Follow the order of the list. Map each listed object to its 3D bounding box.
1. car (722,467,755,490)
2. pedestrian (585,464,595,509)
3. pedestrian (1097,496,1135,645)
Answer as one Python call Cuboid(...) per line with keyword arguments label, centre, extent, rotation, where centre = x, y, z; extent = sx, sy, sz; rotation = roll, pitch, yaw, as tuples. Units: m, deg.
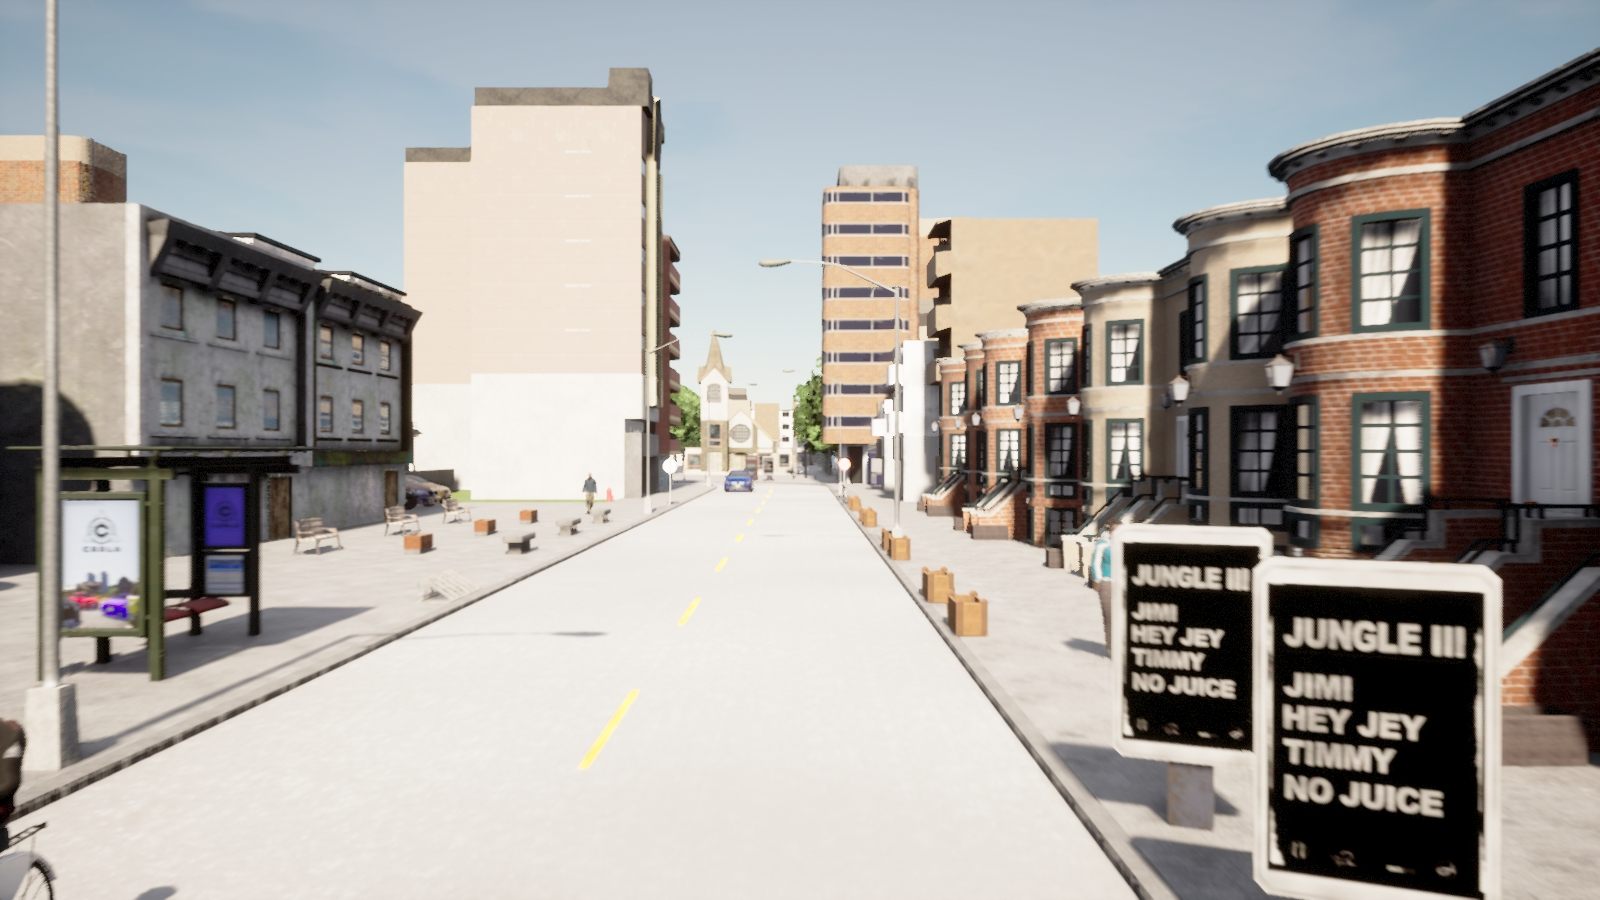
Cuboid(label="car", centre=(-4.063, 1.861, 76.567), extent=(2.002, 1.442, 4.674), rotation=(0, 0, -1))
Cuboid(label="pedestrian", centre=(-8.767, 1.525, 47.632), extent=(0.375, 1.860, 0.375), rotation=(0, 0, -3))
Cuboid(label="pedestrian", centre=(4.020, 1.525, 14.543), extent=(0.375, 1.860, 0.375), rotation=(0, 0, -1))
